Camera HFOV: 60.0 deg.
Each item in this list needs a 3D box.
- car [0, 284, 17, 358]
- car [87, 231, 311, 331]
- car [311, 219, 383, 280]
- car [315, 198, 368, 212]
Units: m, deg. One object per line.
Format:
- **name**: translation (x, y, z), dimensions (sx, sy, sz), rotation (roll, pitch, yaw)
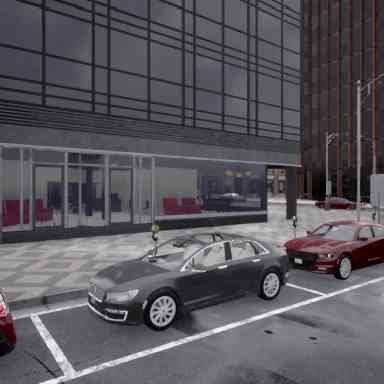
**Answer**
- **car**: translation (-4.293, 1.440, 3.587), dimensions (4.097, 1.590, 1.967), rotation (0, 0, -36)
- **car**: translation (0.147, 1.551, 6.760), dimensions (4.403, 1.369, 2.008), rotation (0, 0, -36)
- **car**: translation (4.586, 1.545, 9.933), dimensions (4.507, 1.381, 1.887), rotation (0, 0, -36)
- **car**: translation (15.087, 1.259, 33.714), dimensions (1.895, 1.301, 4.718), rotation (0, 1, -36)
